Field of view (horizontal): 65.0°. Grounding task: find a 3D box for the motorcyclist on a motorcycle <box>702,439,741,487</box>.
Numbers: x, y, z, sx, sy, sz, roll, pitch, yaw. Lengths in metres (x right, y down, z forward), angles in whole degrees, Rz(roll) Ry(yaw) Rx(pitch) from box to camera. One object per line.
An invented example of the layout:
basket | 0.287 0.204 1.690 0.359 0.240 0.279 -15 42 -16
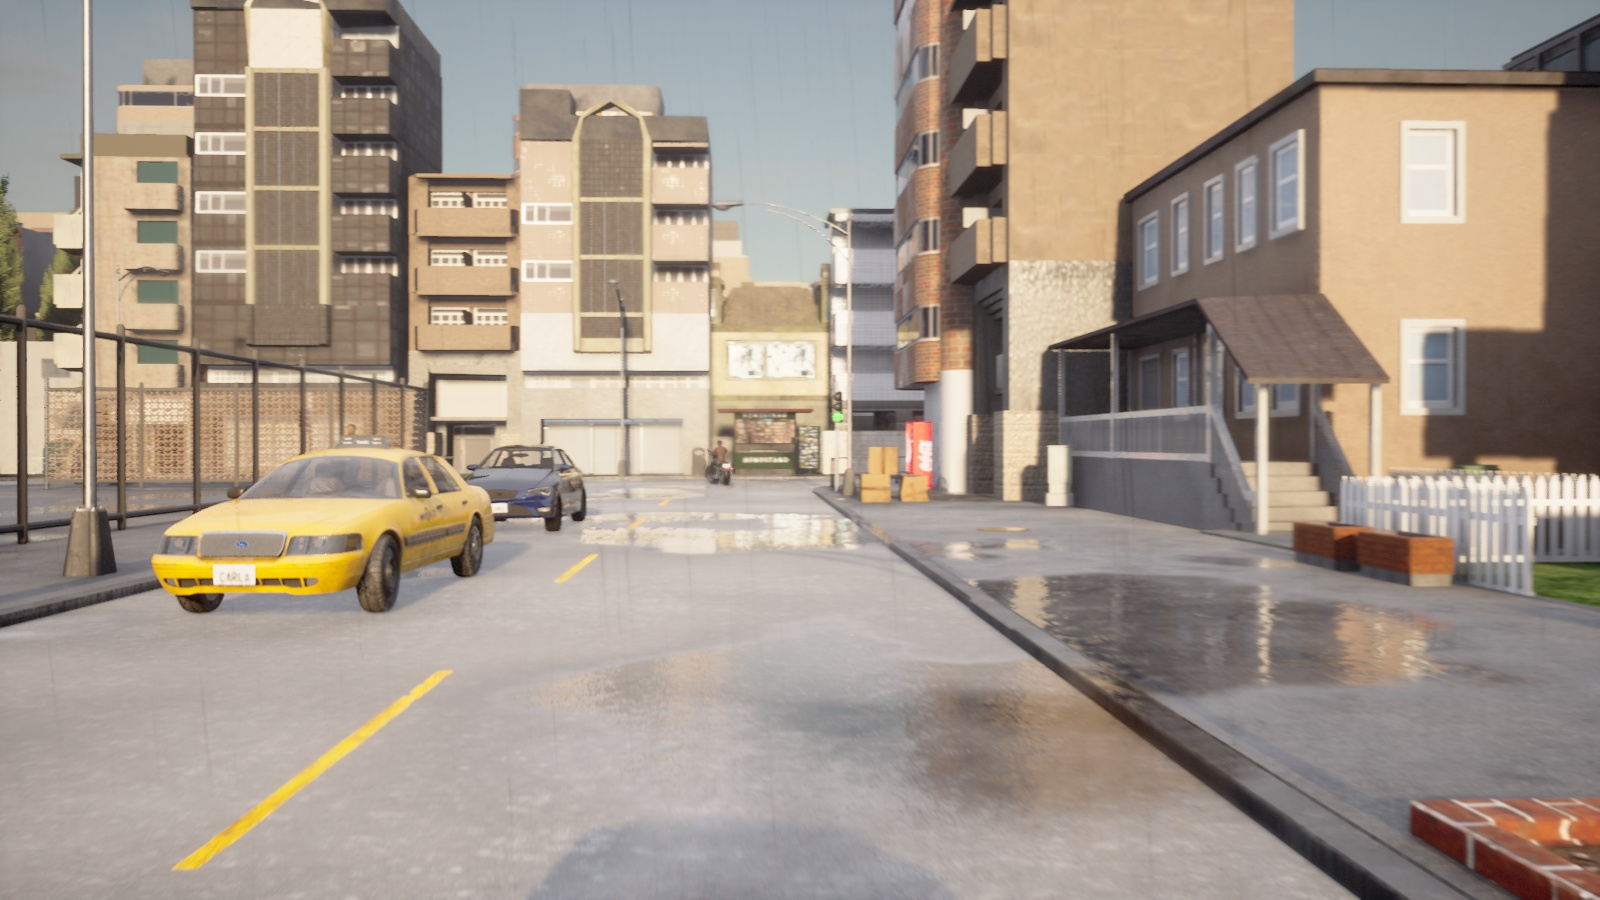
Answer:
motorcyclist on a motorcycle | -2.789 0.446 44.341 0.766 1.649 2.350 -1 1 -19

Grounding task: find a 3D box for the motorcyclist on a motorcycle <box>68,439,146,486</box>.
motorcyclist on a motorcycle | -24.774 0.439 44.892 2.350 1.649 0.766 0 0 -2

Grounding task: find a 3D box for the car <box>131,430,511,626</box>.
car | -4.460 0.613 12.761 1.801 1.575 5.366 0 0 0

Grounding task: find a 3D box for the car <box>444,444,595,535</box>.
car | -4.894 0.632 22.462 1.816 1.474 4.193 0 0 -1
